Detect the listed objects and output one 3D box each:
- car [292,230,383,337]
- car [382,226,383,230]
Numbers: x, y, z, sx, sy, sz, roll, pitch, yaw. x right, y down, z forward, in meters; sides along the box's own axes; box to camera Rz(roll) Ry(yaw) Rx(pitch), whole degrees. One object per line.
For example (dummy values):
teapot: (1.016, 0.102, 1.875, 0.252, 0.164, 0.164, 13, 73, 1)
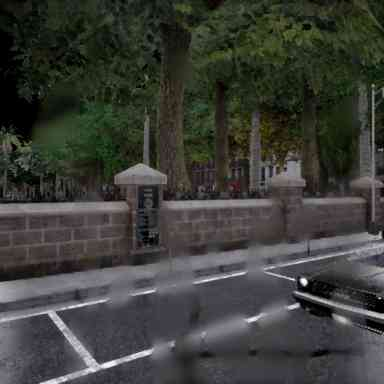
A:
car: (4.052, 1.599, 6.272, 4.718, 1.301, 1.895, 0, 0, -35)
car: (9.742, 1.310, 13.489, 5.009, 1.841, 2.192, 0, 0, -36)
